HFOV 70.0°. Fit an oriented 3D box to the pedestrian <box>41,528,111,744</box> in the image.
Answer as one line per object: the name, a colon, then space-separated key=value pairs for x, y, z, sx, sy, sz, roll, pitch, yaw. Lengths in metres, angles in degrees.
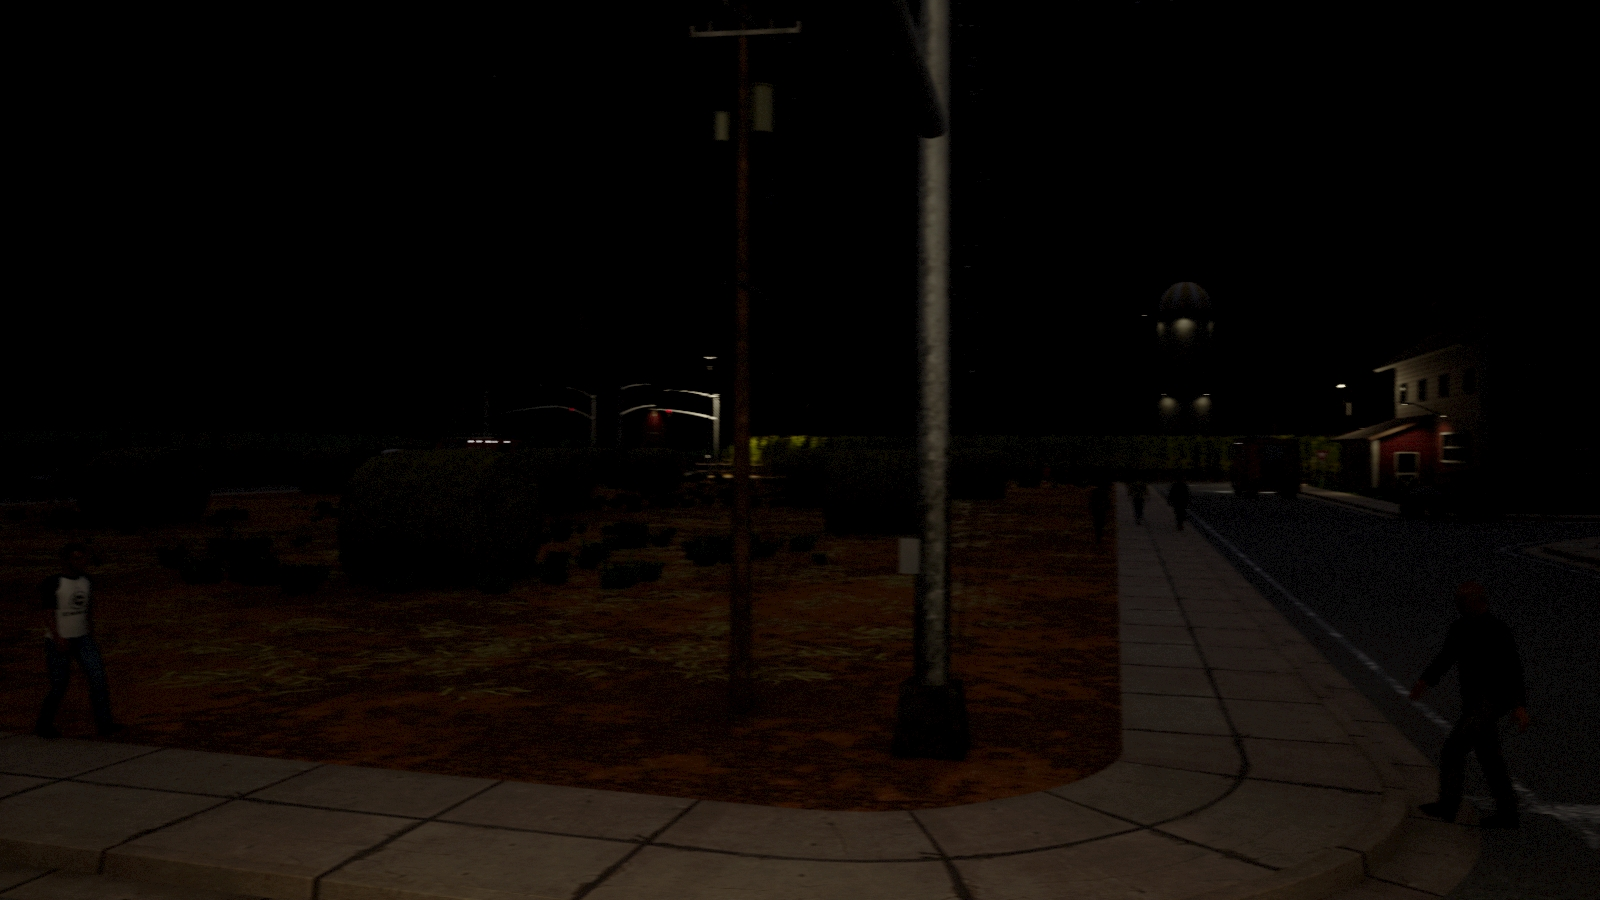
pedestrian: x=-6.489 y=1.647 z=10.247 sx=0.375 sy=1.860 sz=0.375 roll=0 pitch=0 yaw=22

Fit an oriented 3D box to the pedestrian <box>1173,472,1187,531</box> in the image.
pedestrian: x=12.013 y=1.629 z=36.128 sx=0.375 sy=1.860 sz=0.375 roll=0 pitch=0 yaw=14

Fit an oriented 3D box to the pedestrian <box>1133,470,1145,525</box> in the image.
pedestrian: x=11.650 y=1.622 z=39.258 sx=0.375 sy=1.860 sz=0.375 roll=0 pitch=0 yaw=12

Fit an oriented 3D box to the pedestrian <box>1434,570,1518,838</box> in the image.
pedestrian: x=4.895 y=1.818 z=8.282 sx=0.375 sy=1.860 sz=0.375 roll=0 pitch=0 yaw=-2

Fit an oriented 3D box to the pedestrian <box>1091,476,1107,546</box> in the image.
pedestrian: x=7.991 y=1.628 z=30.557 sx=0.375 sy=1.860 sz=0.375 roll=0 pitch=0 yaw=11
